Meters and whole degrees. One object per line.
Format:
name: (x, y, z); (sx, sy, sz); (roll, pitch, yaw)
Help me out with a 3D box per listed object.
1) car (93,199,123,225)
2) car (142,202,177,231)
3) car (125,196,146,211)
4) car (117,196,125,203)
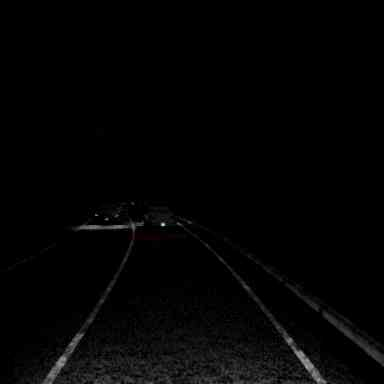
car: (-6.262, 1.545, 24.764); (1.812, 1.442, 4.674); (1, 0, -12)
car: (-2.018, 1.598, 20.886); (1.812, 1.442, 4.674); (1, 0, -10)
car: (-6.624, 1.384, 40.706); (2.097, 1.767, 4.553); (1, 0, -14)
car: (-13.594, 1.496, 65.033); (1.895, 1.301, 4.718); (0, 0, 2)
